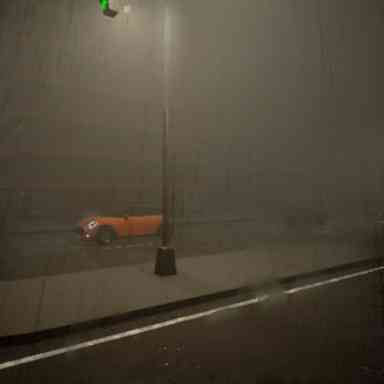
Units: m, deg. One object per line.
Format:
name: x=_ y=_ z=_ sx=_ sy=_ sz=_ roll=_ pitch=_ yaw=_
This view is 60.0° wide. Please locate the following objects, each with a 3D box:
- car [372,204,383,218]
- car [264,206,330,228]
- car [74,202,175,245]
car: x=19.007 y=1.764 z=31.640 sx=4.674 sy=1.442 sz=1.812 roll=0 pitch=0 yaw=-35
car: x=7.493 y=1.686 z=23.454 sx=5.357 sy=1.411 sz=2.033 roll=1 pitch=0 yaw=-35
car: x=-3.152 y=1.399 z=15.869 sx=4.553 sy=1.767 sz=2.097 roll=0 pitch=0 yaw=-35
